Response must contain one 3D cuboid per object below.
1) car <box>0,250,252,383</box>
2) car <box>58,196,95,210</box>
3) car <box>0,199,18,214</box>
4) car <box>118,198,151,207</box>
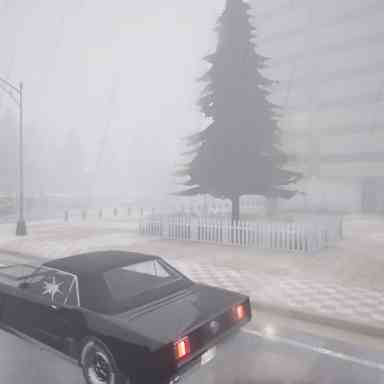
[{"bbox_3d":[-1.606,1.601,5.153,4.718,1.301,1.895,0,0,36],"label":"car"},{"bbox_3d":[-14.600,1.352,42.104,2.097,1.767,4.553,0,0,36],"label":"car"},{"bbox_3d":[-20.495,1.478,33.927,1.882,1.535,5.008,0,0,36],"label":"car"},{"bbox_3d":[-8.591,1.547,50.432,2.033,1.411,5.357,0,0,36],"label":"car"}]
